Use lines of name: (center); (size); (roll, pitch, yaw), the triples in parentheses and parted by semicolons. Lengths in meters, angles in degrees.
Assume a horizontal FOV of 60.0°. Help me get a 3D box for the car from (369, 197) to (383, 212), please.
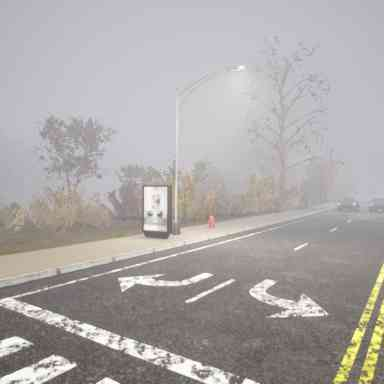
car: (21.522, 1.401, 38.075); (2.097, 1.767, 4.553); (0, 0, 30)

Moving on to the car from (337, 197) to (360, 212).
car: (18.721, 1.398, 39.723); (2.097, 1.767, 4.553); (0, 0, 30)
